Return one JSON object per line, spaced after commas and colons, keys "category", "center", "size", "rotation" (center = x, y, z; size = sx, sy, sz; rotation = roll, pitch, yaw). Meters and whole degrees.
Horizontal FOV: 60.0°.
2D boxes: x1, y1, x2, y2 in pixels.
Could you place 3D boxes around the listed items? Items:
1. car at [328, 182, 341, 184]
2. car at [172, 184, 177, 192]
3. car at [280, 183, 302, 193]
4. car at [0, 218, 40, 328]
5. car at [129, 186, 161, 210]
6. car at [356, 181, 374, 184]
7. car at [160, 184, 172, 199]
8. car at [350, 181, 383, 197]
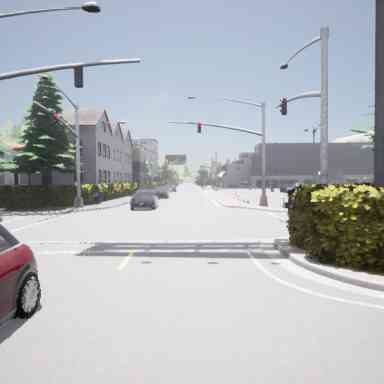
{"category": "car", "center": [25.143, -1.052, 59.598], "size": [2.152, 1.636, 5.027], "rotation": [-1, 2, -1]}
{"category": "car", "center": [-3.862, -0.709, 62.568], "size": [2.128, 1.511, 4.902], "rotation": [-1, 2, 0]}
{"category": "car", "center": [15.125, -0.545, 52.157], "size": [2.007, 1.523, 4.514], "rotation": [-1, 2, -1]}
{"category": "car", "center": [-3.625, 1.218, 3.735], "size": [2.097, 1.767, 4.553], "rotation": [0, 3, 0]}
{"category": "car", "center": [-3.715, 0.569, 26.201], "size": [1.837, 1.490, 4.892], "rotation": [-1, 2, -1]}
{"category": "car", "center": [18.922, -0.184, 34.310], "size": [1.905, 1.878, 3.866], "rotation": [-1, 2, -1]}
{"category": "car", "center": [-3.833, 0.045, 40.474], "size": [1.882, 1.535, 5.008], "rotation": [-1, 2, 0]}
{"category": "car", "center": [22.145, -0.472, 42.199], "size": [1.932, 1.855, 4.605], "rotation": [-1, 2, -1]}
